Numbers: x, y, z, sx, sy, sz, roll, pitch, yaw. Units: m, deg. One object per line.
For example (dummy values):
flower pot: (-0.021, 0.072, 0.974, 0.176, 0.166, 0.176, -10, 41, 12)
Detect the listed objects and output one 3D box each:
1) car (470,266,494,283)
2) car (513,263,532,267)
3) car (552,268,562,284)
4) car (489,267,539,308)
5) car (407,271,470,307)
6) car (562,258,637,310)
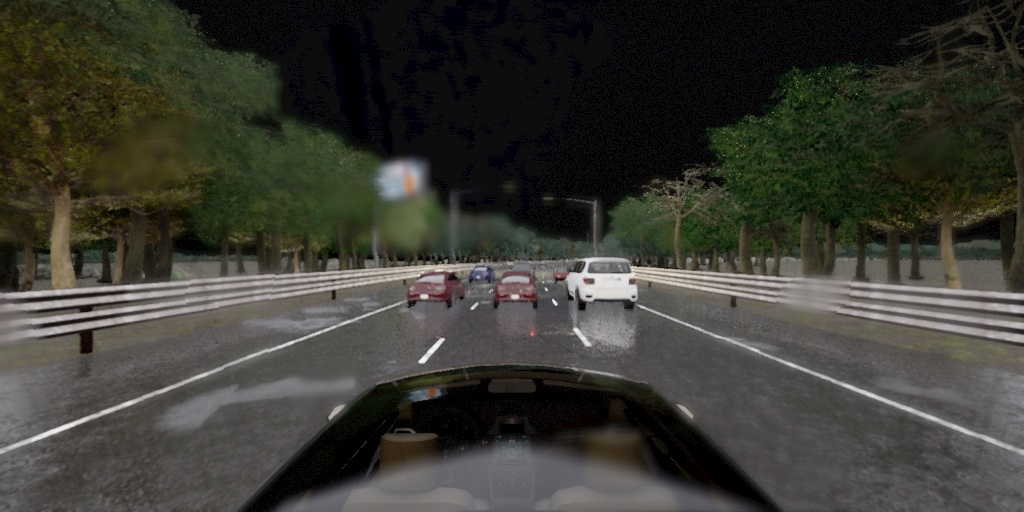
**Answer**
car: (-2.547, 1.549, 31.040, 1.812, 1.442, 4.674, 0, 0, 4)
car: (0.921, 1.370, 30.506, 2.097, 1.767, 4.553, 0, -1, 4)
car: (4.414, 1.620, 30.304, 1.895, 1.301, 4.718, 0, -1, 4)
car: (0.202, 1.408, 16.014, 1.812, 1.442, 4.674, 0, 0, 2)
car: (-3.296, 1.408, 16.128, 1.812, 1.442, 4.674, 0, 0, 2)
car: (3.683, 1.096, 15.572, 2.150, 2.045, 5.566, 0, 0, 2)
